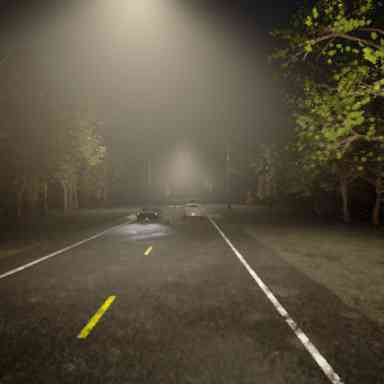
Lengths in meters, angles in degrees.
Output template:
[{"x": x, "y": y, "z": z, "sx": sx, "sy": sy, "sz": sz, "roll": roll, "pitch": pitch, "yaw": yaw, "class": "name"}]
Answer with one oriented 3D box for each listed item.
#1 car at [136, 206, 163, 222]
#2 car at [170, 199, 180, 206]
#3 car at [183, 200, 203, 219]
[{"x": -3.601, "y": 1.866, "z": 28.893, "sx": 1.895, "sy": 1.301, "sz": 4.718, "roll": 0, "pitch": -1, "yaw": 0, "class": "car"}, {"x": -3.513, "y": 2.136, "z": 69.390, "sx": 1.994, "sy": 1.385, "sz": 4.181, "roll": 0, "pitch": -1, "yaw": 0, "class": "car"}, {"x": 0.094, "y": 1.821, "z": 32.208, "sx": 1.812, "sy": 1.442, "sz": 4.674, "roll": 0, "pitch": 0, "yaw": 0, "class": "car"}]
